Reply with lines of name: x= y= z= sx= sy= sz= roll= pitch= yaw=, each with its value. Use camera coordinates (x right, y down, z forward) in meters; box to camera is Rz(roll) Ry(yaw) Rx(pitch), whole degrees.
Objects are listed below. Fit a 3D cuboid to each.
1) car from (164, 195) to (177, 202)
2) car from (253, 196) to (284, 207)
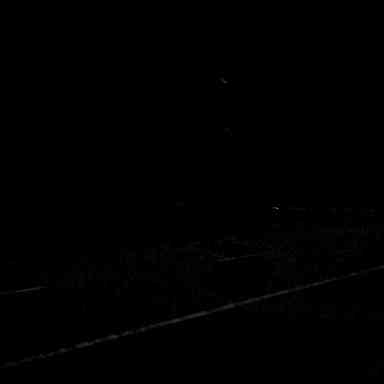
car: x=-5.024 y=1.217 z=67.367 sx=2.097 sy=1.767 sz=4.553 roll=0 pitch=0 yaw=-37
car: x=10.635 y=1.330 z=46.670 sx=1.812 sy=1.442 sz=4.674 roll=0 pitch=0 yaw=-37
